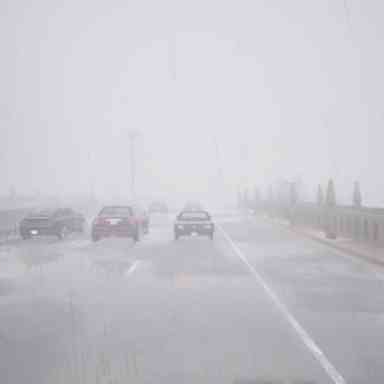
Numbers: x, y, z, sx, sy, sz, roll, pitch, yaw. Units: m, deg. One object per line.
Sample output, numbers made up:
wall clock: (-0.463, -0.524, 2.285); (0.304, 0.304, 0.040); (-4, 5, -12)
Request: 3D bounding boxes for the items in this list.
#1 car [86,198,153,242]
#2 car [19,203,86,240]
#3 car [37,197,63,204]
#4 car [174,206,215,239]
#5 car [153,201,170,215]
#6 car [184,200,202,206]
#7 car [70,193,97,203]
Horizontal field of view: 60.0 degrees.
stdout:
car: (-3.397, 1.354, 16.560); (2.097, 1.767, 4.553); (0, 0, 0)
car: (-6.897, 1.506, 16.964); (1.837, 1.490, 4.892); (0, 0, 0)
car: (-20.439, 1.496, 48.053); (2.128, 1.511, 4.902); (0, 0, 6)
car: (0.102, 1.602, 17.224); (1.895, 1.301, 4.718); (0, 0, 0)
car: (-3.383, 1.567, 34.648); (1.994, 1.385, 4.181); (0, 0, 0)
car: (0.109, 1.529, 35.073); (1.812, 1.442, 4.674); (0, 0, 0)
car: (-16.594, 1.225, 51.350); (2.150, 2.045, 5.566); (0, 0, 7)
